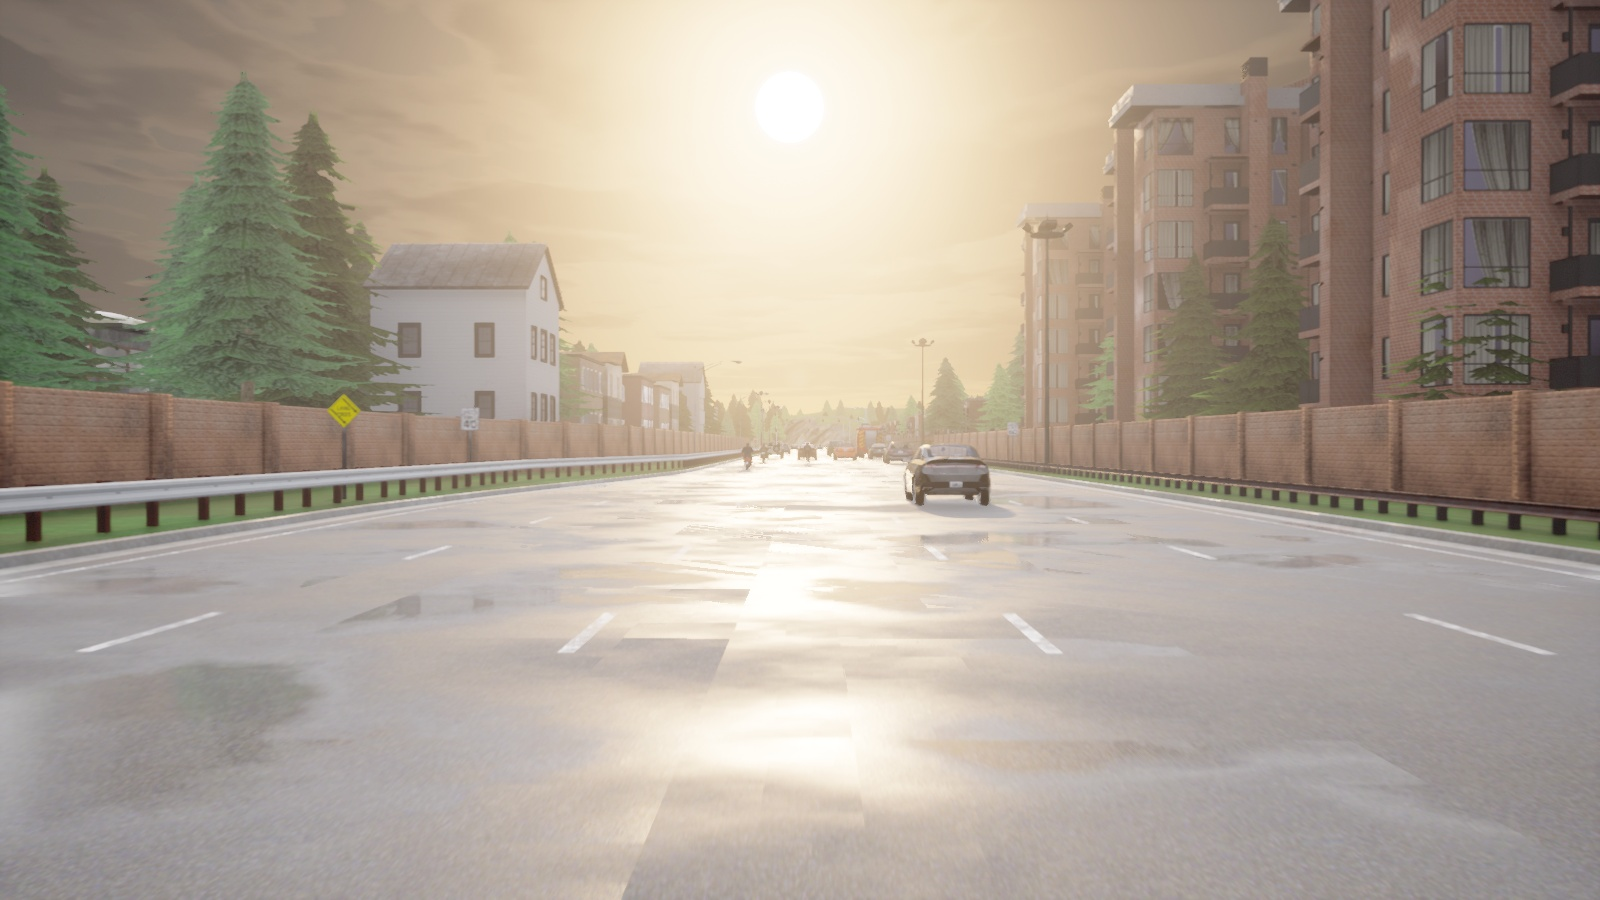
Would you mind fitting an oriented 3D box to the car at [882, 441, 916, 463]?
[{"bbox_3d":[7.567,0.162,96.515,2.242,1.667,4.611,0,0,0],"label":"car"}]

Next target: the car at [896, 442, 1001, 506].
[{"bbox_3d":[3.699,0.561,32.170,2.128,1.511,4.902,0,0,0],"label":"car"}]
